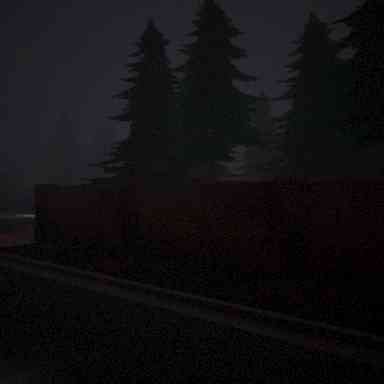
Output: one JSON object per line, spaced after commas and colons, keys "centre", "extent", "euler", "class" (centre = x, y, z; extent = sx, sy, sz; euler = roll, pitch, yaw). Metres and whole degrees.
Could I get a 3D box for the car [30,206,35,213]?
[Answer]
{"centre": [-13.634, 1.521, 34.223], "extent": [2.033, 1.411, 5.357], "euler": [0, 0, 36], "class": "car"}
